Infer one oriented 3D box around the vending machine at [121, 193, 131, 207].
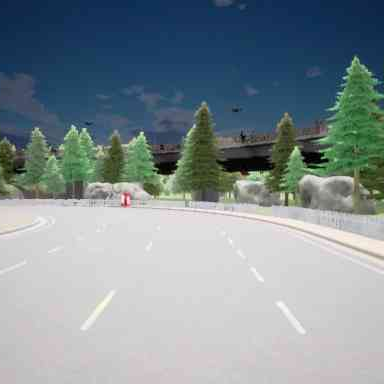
[{"bbox_3d":[-9.733,1.177,48.819,0.880,2.100,1.100,0,0,34],"label":"vending machine"}]
